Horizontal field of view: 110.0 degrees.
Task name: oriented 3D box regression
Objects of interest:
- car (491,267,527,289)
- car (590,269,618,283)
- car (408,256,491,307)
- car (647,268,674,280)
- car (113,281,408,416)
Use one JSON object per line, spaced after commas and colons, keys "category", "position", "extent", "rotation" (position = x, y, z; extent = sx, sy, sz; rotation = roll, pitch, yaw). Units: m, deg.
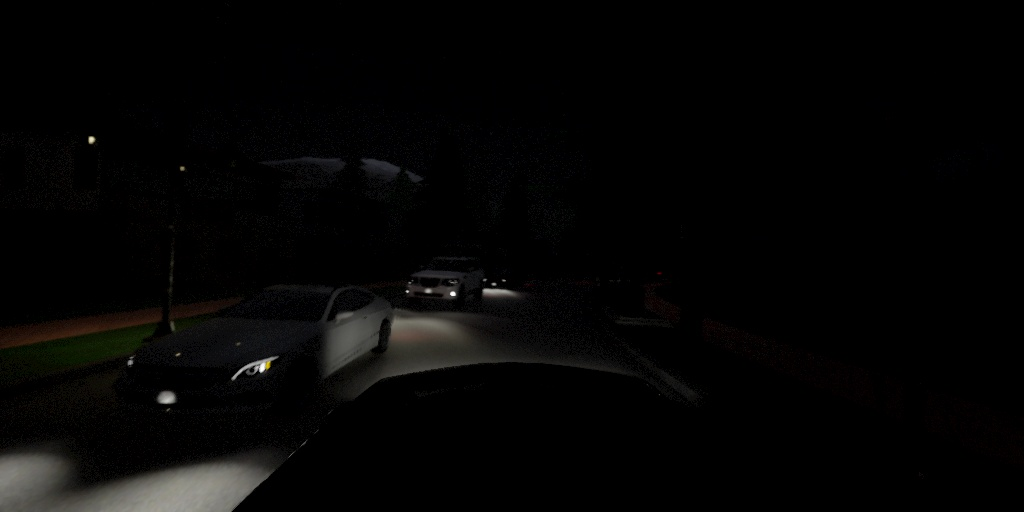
{"category": "car", "position": [-0.360, 1.549, 26.329], "extent": [2.033, 1.411, 5.357], "rotation": [2, -1, 18]}
{"category": "car", "position": [10.123, 2.107, 39.489], "extent": [1.812, 1.442, 4.674], "rotation": [2, -1, 34]}
{"category": "car", "position": [-2.732, 1.013, 16.216], "extent": [2.150, 2.045, 5.566], "rotation": [2, -1, 9]}
{"category": "car", "position": [21.661, 2.549, 52.135], "extent": [4.553, 1.767, 2.097], "rotation": [3, -1, -40]}
{"category": "car", "position": [-3.420, 1.174, 5.923], "extent": [1.812, 1.442, 4.674], "rotation": [2, -1, 1]}
